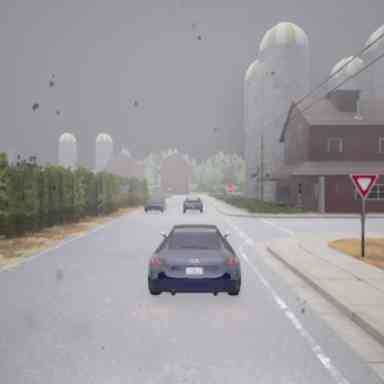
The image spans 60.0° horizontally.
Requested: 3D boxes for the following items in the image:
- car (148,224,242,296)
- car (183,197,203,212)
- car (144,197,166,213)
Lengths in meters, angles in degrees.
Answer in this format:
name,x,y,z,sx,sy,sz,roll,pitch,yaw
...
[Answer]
name,x,y,z,sx,sy,sz,roll,pitch,yaw
car,0.077,1.485,8.481,1.994,1.385,4.181,0,0,1
car,0.095,1.188,33.202,2.128,1.511,4.902,0,0,0
car,-3.589,1.242,33.381,2.033,1.411,5.357,0,1,0
